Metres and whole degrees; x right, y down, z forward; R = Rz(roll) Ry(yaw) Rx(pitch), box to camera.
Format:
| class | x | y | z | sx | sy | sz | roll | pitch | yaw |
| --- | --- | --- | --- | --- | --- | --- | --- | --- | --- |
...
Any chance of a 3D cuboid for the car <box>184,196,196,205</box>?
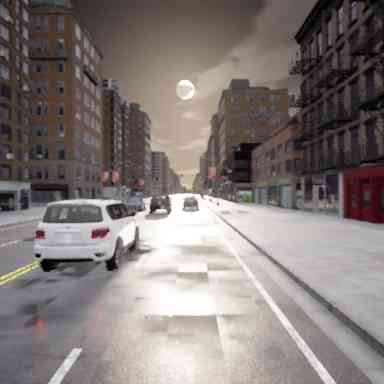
| class | x | y | z | sx | sy | sz | roll | pitch | yaw |
| --- | --- | --- | --- | --- | --- | --- | --- | --- | --- |
| car | -0.359 | 1.498 | 62.354 | 2.128 | 1.511 | 4.902 | 0 | 0 | 0 |

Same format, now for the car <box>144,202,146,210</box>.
| class | x | y | z | sx | sy | sz | roll | pitch | yaw |
| --- | --- | --- | --- | --- | --- | --- | --- | --- | --- |
| car | -6.831 | 1.407 | 39.680 | 2.097 | 1.767 | 4.553 | 0 | 0 | 0 |

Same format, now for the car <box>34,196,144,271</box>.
| class | x | y | z | sx | sy | sz | roll | pitch | yaw |
| --- | --- | --- | --- | --- | --- | --- | --- | --- | --- |
| car | -3.212 | 1.248 | 11.227 | 2.150 | 2.045 | 5.566 | 0 | 0 | 0 |

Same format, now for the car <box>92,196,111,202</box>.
| class | x | y | z | sx | sy | sz | roll | pitch | yaw |
| --- | --- | --- | --- | --- | --- | --- | --- | --- | --- |
| car | -22.681 | 1.771 | 83.265 | 4.313 | 1.339 | 1.947 | 0 | 0 | 0 |

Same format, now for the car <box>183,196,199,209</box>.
| class | x | y | z | sx | sy | sz | roll | pitch | yaw |
| --- | --- | --- | --- | --- | --- | --- | --- | --- | --- |
| car | -0.181 | 1.355 | 44.992 | 2.097 | 1.767 | 4.553 | 0 | 0 | 0 |

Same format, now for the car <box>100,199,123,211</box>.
| class | x | y | z | sx | sy | sz | roll | pitch | yaw |
| --- | --- | --- | --- | --- | --- | --- | --- | --- | --- |
| car | -10.096 | 1.606 | 42.243 | 1.812 | 1.442 | 4.674 | 0 | 0 | 0 |

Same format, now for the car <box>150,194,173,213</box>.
| class | x | y | z | sx | sy | sz | roll | pitch | yaw |
| --- | --- | --- | --- | --- | --- | --- | --- | --- | --- |
| car | -3.381 | 1.249 | 36.982 | 2.150 | 2.045 | 5.566 | 0 | 0 | 0 |
